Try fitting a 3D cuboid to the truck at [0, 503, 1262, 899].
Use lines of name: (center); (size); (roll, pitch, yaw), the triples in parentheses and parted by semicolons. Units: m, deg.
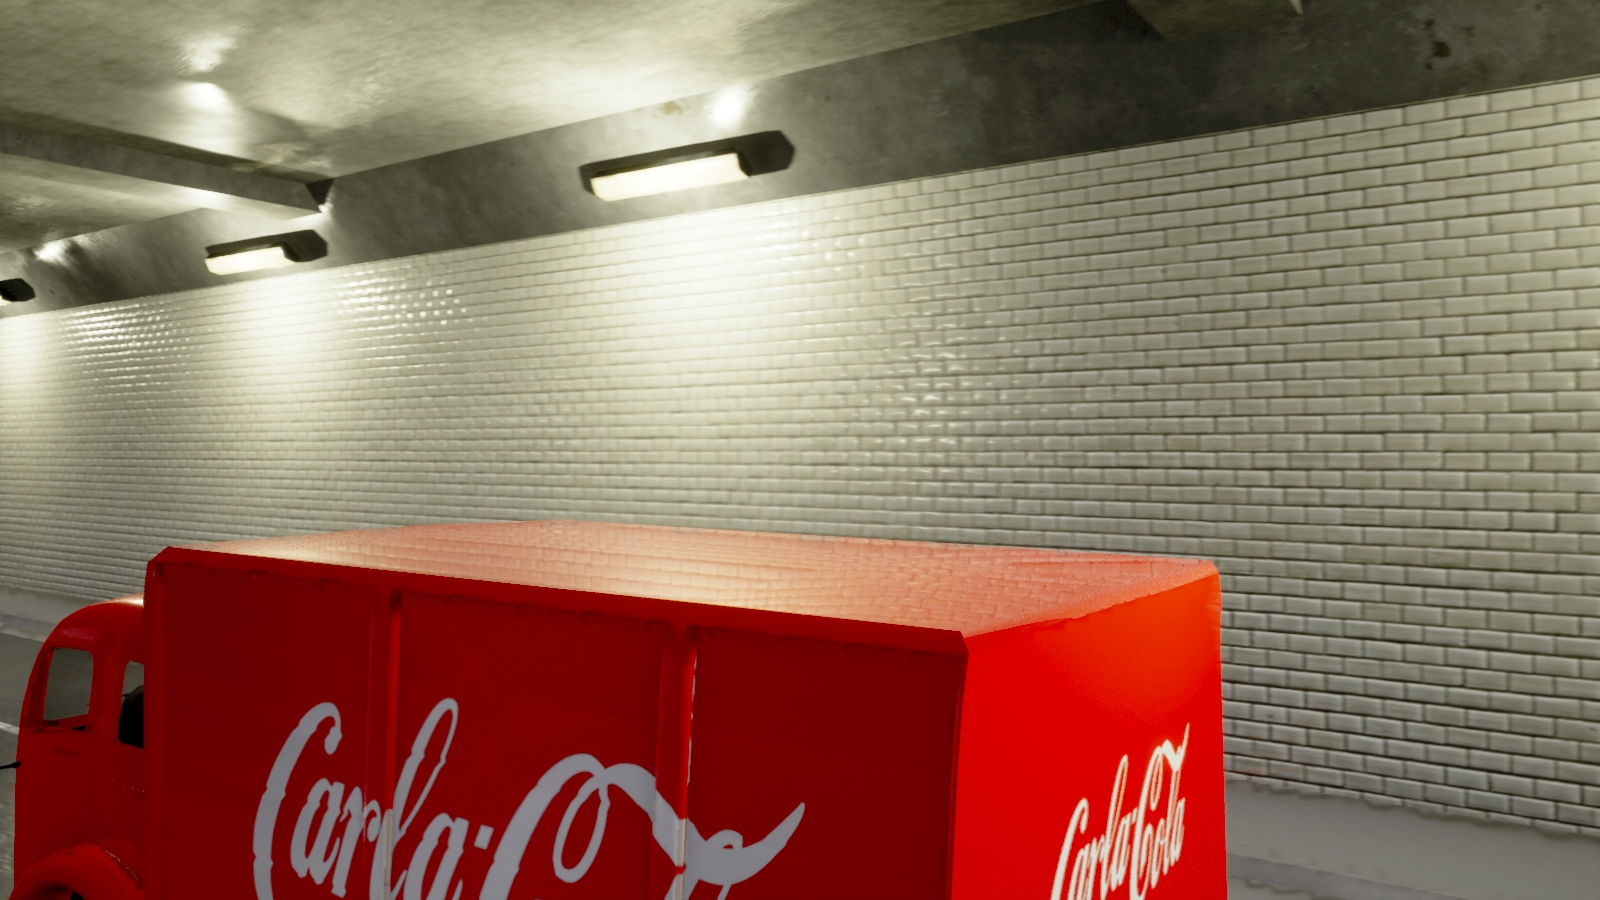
truck: (-1.187, 1.568, 4.613); (5.204, 2.467, 2.627); (0, 0, 35)
